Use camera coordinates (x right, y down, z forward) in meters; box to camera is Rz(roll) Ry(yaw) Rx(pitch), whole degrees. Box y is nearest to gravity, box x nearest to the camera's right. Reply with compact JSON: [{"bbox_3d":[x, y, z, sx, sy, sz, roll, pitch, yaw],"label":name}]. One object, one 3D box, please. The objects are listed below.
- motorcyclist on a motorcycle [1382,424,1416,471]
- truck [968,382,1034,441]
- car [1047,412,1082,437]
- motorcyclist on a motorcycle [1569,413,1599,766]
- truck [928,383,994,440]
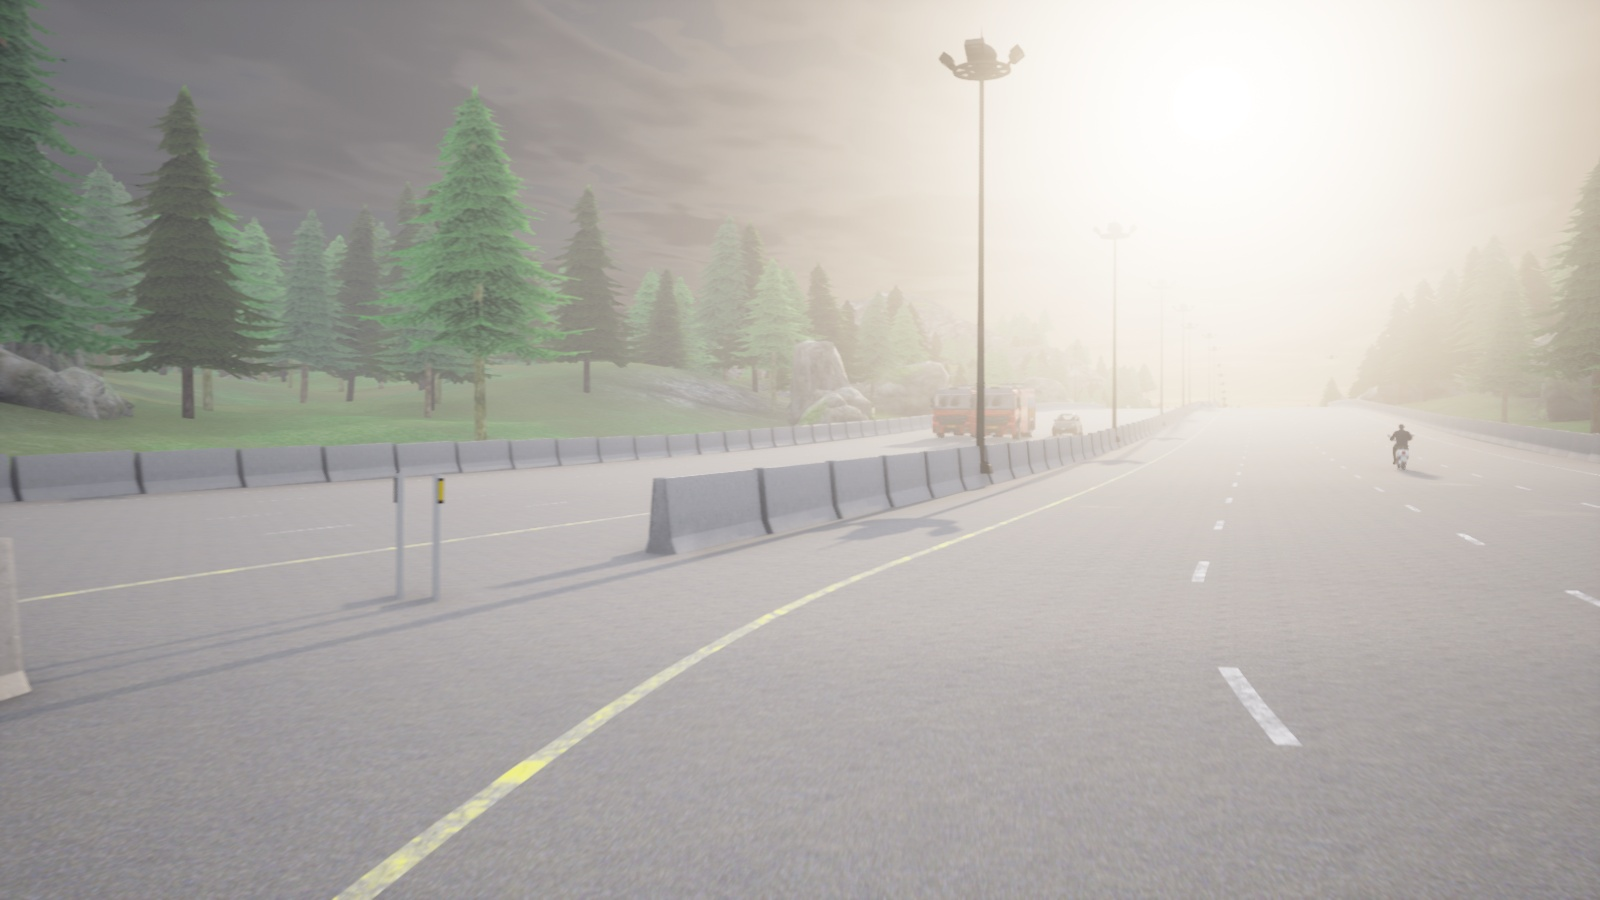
[{"bbox_3d":[20.839,-0.092,43.711,0.866,1.590,1.817,0,2,20],"label":"motorcyclist on a motorcycle"},{"bbox_3d":[13.815,-2.670,85.837,2.891,3.827,8.468,0,3,20],"label":"truck"},{"bbox_3d":[18.897,-1.837,89.589,1.851,1.617,3.988,0,3,20],"label":"car"},{"bbox_3d":[4.002,0.660,4.938,0.766,1.649,2.350,1,0,8],"label":"motorcyclist on a motorcycle"},{"bbox_3d":[11.612,-2.830,90.024,2.891,3.827,8.468,0,3,20],"label":"truck"}]
